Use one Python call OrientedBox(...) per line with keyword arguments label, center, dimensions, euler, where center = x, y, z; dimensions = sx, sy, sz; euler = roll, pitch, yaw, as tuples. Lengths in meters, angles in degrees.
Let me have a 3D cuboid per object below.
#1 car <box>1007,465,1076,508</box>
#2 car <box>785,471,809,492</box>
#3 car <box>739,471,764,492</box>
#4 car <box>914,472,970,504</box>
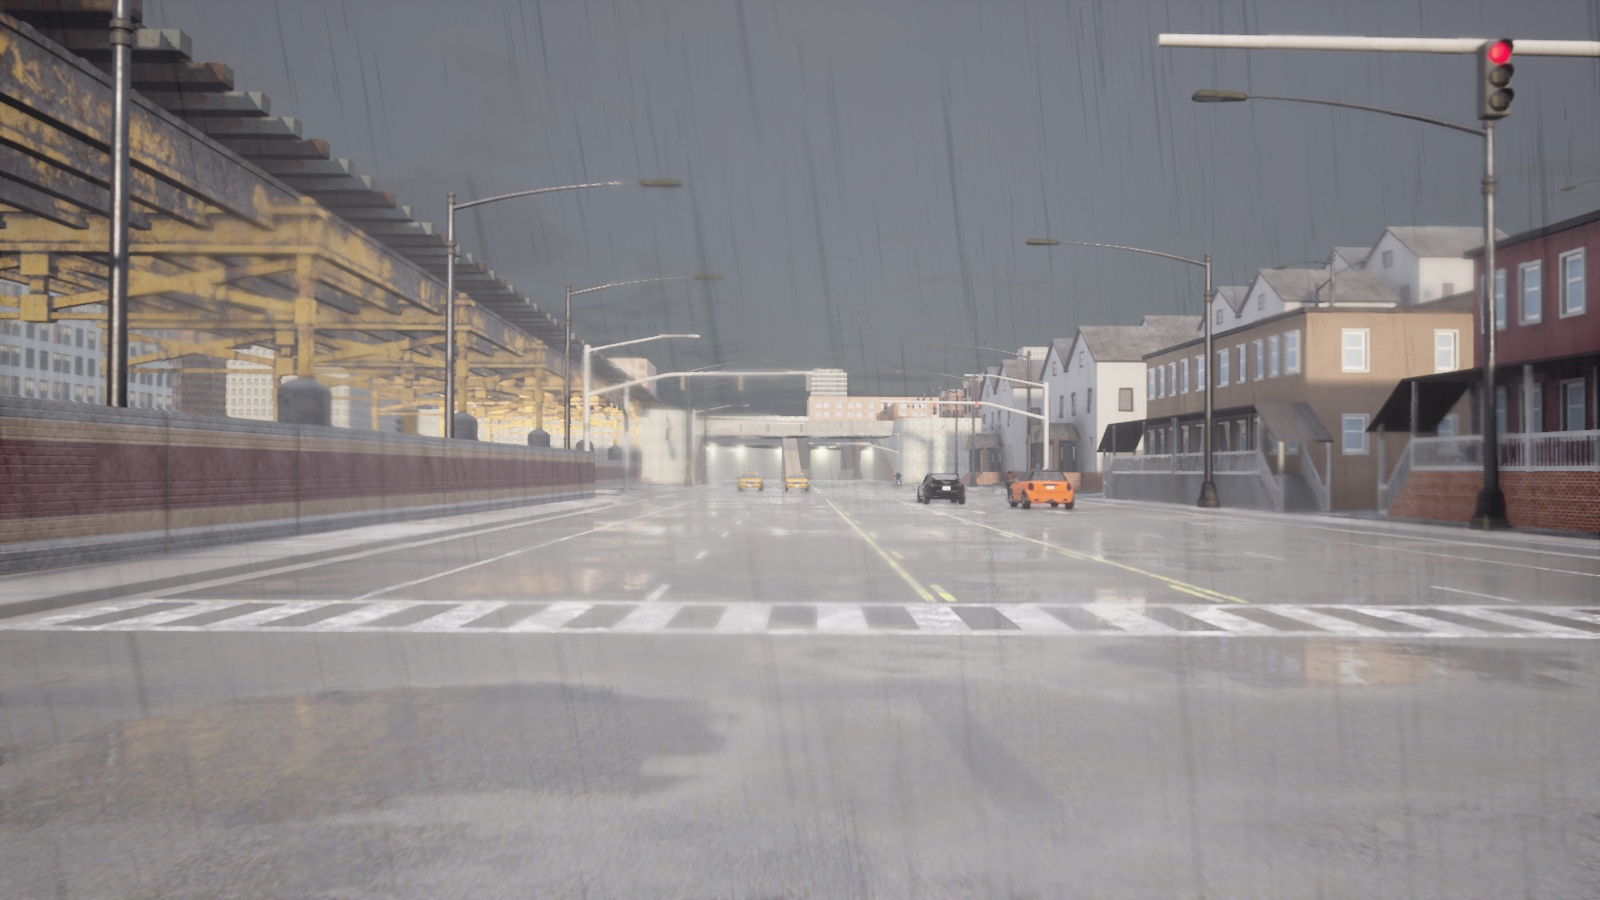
OrientedBox(label="car", center=(10.378, 1.540, 54.258), dimensions=(2.097, 1.767, 4.553), euler=(0, -1, 0))
OrientedBox(label="car", center=(-0.219, 2.380, 97.073), dimensions=(1.801, 1.575, 5.366), euler=(0, -1, 0))
OrientedBox(label="car", center=(-3.718, 2.392, 96.976), dimensions=(1.801, 1.575, 5.366), euler=(0, -1, 0))
OrientedBox(label="car", center=(6.862, 1.811, 61.150), dimensions=(2.163, 1.488, 4.792), euler=(0, -1, 0))
